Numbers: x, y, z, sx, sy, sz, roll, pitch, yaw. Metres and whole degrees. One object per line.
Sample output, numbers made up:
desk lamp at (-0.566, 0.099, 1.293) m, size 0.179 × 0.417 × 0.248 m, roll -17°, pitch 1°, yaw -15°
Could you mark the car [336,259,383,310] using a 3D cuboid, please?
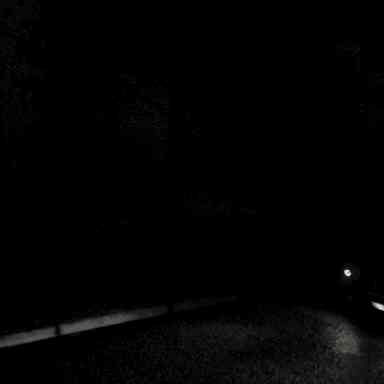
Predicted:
car at (5.163, 1.605, 6.394) m, size 4.718 × 1.301 × 1.895 m, roll 0°, pitch 0°, yaw -23°
